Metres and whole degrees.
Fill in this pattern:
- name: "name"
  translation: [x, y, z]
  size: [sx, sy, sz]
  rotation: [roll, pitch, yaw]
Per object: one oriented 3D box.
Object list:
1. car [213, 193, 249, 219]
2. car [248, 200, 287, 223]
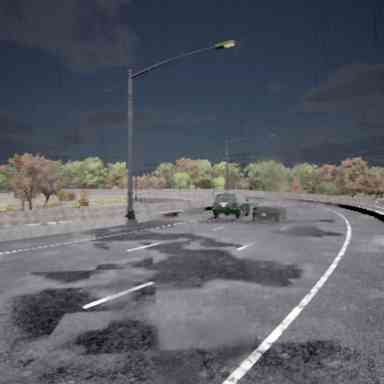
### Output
- name: "car"
  translation: [3.428, 1.117, 28.109]
  size: [2.150, 2.045, 5.566]
  rotation: [0, 0, 22]
- name: "car"
  translation: [5.934, 1.383, 25.095]
  size: [1.882, 1.535, 5.008]
  rotation: [0, 0, 23]
